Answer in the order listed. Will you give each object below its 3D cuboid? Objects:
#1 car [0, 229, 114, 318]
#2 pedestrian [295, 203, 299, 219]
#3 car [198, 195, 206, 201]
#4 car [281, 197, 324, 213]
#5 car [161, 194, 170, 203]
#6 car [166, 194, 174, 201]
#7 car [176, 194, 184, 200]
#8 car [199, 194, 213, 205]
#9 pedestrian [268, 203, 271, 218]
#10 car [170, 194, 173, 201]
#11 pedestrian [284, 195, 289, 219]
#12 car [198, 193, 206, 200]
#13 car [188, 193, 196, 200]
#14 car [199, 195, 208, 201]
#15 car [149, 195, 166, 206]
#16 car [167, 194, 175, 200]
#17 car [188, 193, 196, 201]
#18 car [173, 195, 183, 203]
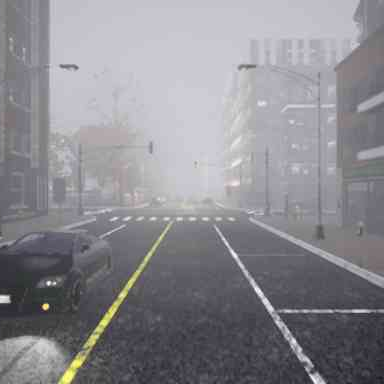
[{"bbox_3d":[-3.096,1.552,7.404,1.994,1.385,4.181,0,0,0],"label":"car"},{"bbox_3d":[8.128,1.434,25.824,0.375,1.300,0.375,0,0,0],"label":"pedestrian"},{"bbox_3d":[2.665,1.499,86.533,1.887,1.381,4.507,0,0,0],"label":"car"},{"bbox_3d":[13.453,1.551,40.433,5.009,1.841,2.192,1,-1,-1],"label":"car"},{"bbox_3d":[-5.707,1.472,63.840,1.752,1.417,4.829,0,0,0],"label":"car"},{"bbox_3d":[-5.715,1.395,86.531,1.967,1.590,4.097,0,0,0],"label":"car"},{"bbox_3d":[-3.027,1.261,86.447,1.895,1.301,4.718,0,0,0],"label":"car"},{"bbox_3d":[2.674,1.492,58.382,1.887,1.381,4.507,0,0,0],"label":"car"},{"bbox_3d":[6.127,1.104,26.425,0.375,1.860,0.375,0,0,0],"label":"pedestrian"},{"bbox_3d":[-5.709,1.263,69.640,2.192,1.841,5.009,0,0,0],"label":"car"},{"bbox_3d":[7.127,1.123,25.225,0.375,1.860,0.375,0,0,0],"label":"pedestrian"},{"bbox_3d":[2.664,1.273,92.163,2.192,1.841,5.009,0,0,0],"label":"car"},{"bbox_3d":[-0.028,1.190,91.856,2.097,1.767,4.553,0,0,0],"label":"car"},{"bbox_3d":[2.667,1.502,80.903,2.008,1.369,4.403,0,0,0],"label":"car"},{"bbox_3d":[-5.704,1.515,52.749,1.947,1.339,4.313,0,0,0],"label":"car"},{"bbox_3d":[-5.716,1.398,92.161,1.967,1.590,4.097,0,0,0],"label":"car"},{"bbox_3d":[-0.026,1.490,81.467,2.033,1.411,5.357,0,0,0],"label":"car"},{"bbox_3d":[-3.021,1.472,70.872,1.812,1.442,4.674,0,0,0],"label":"car"}]
